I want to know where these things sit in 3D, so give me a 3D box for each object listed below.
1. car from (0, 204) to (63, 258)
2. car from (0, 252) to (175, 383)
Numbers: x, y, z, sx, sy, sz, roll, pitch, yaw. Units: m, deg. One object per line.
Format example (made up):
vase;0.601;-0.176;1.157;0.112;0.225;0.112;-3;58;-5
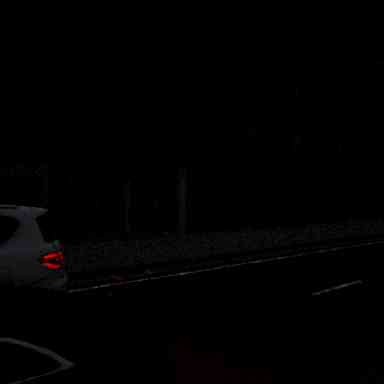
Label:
car;-4.597;1.209;4.399;5.566;2.045;2.150;1;0;-35
car;-2.411;1.483;1.965;4.902;1.511;2.128;1;0;-35
